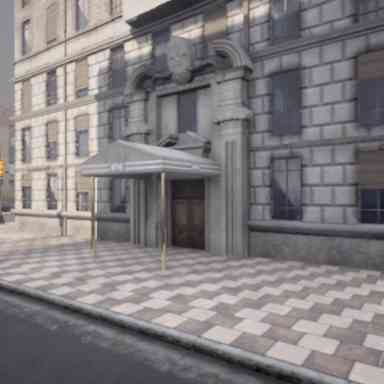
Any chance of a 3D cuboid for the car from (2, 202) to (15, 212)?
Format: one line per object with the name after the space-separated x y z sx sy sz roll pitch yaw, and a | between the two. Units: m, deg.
-23.510 1.904 40.157 1.895 1.301 4.718 -1 0 35 | car
